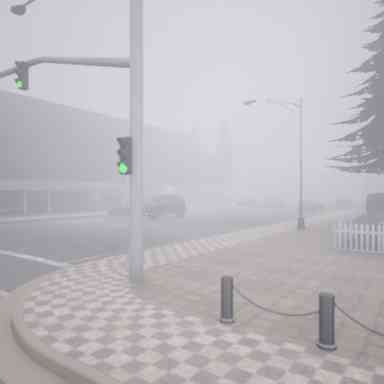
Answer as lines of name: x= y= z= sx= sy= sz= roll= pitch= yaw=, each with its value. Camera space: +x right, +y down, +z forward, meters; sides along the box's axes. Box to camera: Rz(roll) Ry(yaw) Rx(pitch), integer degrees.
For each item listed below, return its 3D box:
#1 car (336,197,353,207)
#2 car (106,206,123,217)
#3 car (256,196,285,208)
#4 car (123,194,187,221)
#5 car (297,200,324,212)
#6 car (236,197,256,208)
car: x=24.057 y=1.465 z=52.379 sx=1.882 sy=1.535 sz=5.008 roll=0 pitch=0 yaw=36
car: x=-5.327 y=1.576 z=29.783 sx=1.895 sy=1.301 sz=4.718 roll=0 pitch=0 yaw=36
car: x=11.379 y=1.331 z=46.819 sx=2.097 sy=1.767 sz=4.553 roll=0 pitch=0 yaw=36
car: x=-2.684 y=1.201 z=27.465 sx=2.150 sy=2.045 sz=5.566 roll=0 pitch=0 yaw=36
car: x=13.460 y=1.551 z=37.698 sx=1.994 sy=1.385 sz=4.181 roll=0 pitch=0 yaw=36
car: x=8.172 y=1.453 z=48.367 sx=1.882 sy=1.535 sz=5.008 roll=0 pitch=0 yaw=36
